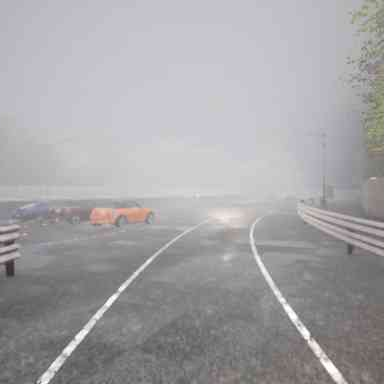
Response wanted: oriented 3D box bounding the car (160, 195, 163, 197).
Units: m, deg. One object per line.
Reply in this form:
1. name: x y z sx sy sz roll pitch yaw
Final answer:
1. car: -6.565 1.451 71.695 1.812 1.442 4.674 0 0 27

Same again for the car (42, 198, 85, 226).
1. car: -7.530 1.259 22.907 2.097 1.767 4.553 0 0 26

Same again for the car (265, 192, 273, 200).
1. car: 20.538 1.080 86.628 2.150 2.045 5.566 0 0 27

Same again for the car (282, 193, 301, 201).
1. car: 22.345 1.200 74.644 2.097 1.767 4.553 0 0 27

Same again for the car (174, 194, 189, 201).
1. car: -2.712 1.397 87.139 1.882 1.535 5.008 0 0 27

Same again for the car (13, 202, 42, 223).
1. car: -10.680 1.444 24.425 1.812 1.442 4.674 0 0 26

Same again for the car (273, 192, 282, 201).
1. car: 21.882 1.327 81.510 1.882 1.535 5.008 0 0 27

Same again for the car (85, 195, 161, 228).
1. car: -4.317 1.276 21.472 2.097 1.767 4.553 1 0 26

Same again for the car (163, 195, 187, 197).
1. car: -3.438 1.443 70.122 2.128 1.511 4.902 0 0 27

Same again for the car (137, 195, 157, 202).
1. car: -9.830 1.461 72.993 1.812 1.442 4.674 0 0 27
